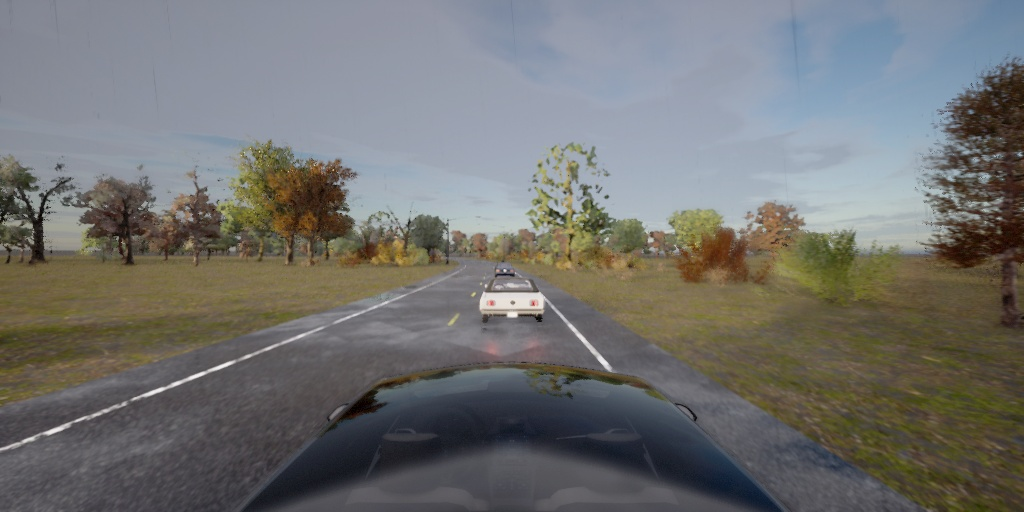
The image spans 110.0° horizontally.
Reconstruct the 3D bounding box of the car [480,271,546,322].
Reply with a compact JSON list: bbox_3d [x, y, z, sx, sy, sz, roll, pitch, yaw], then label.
[{"bbox_3d":[-0.020,1.361,12.310,1.895,1.301,4.718,0,0,-1],"label":"car"}]

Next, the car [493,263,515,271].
[{"bbox_3d":[-0.717,1.308,32.834,2.033,1.411,5.357,0,0,-3],"label":"car"}]
